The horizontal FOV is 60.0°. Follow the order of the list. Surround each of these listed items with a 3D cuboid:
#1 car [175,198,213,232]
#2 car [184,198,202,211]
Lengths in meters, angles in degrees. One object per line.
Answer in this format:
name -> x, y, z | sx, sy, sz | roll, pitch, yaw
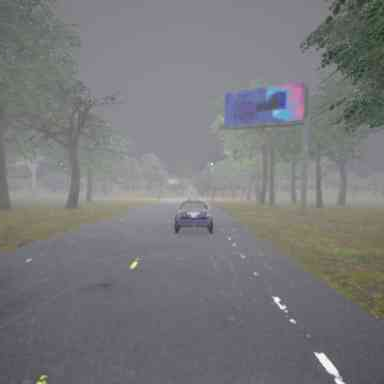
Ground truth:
car -> 0.099, 1.271, 19.734 | 2.097, 1.767, 4.553 | 0, 0, 0
car -> 0.099, 1.423, 39.231 | 1.994, 1.385, 4.181 | 0, 0, 0
